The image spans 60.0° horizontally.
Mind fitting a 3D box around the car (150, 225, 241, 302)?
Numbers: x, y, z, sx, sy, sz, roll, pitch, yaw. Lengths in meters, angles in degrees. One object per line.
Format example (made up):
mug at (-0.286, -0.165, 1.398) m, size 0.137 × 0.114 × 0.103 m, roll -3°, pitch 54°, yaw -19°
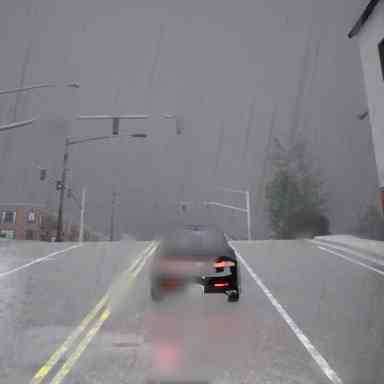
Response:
car at (0.090, 1.595, 8.524) m, size 2.128 × 1.511 × 4.902 m, roll 0°, pitch -1°, yaw 0°
